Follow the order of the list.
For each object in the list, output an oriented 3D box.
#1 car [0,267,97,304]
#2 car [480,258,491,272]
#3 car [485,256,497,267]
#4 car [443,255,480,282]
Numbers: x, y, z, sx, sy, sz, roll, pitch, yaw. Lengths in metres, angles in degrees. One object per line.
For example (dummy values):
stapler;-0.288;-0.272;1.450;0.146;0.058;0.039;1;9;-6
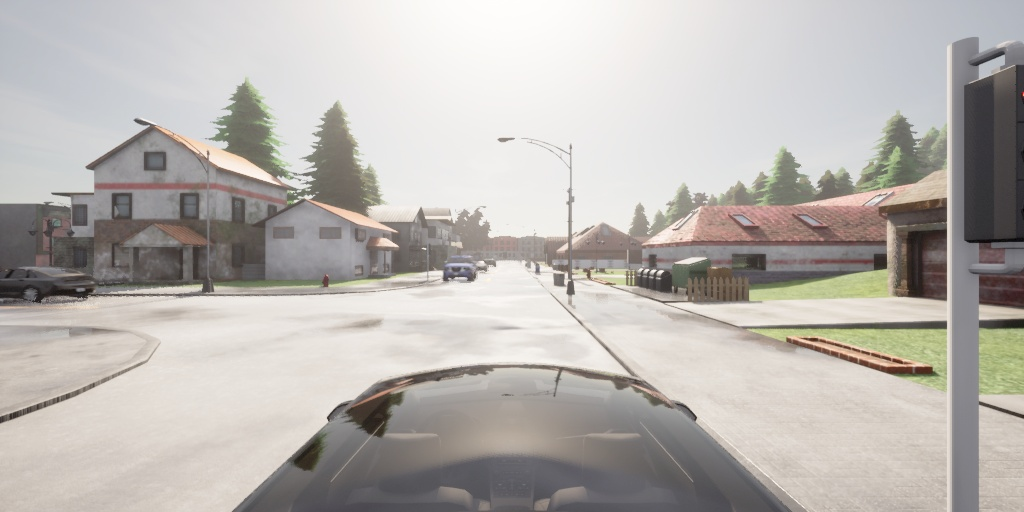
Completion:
car;-21.535;1.254;15.937;4.892;1.490;1.837;0;0;1
car;-4.082;1.314;44.923;1.994;1.385;4.181;0;0;0
car;-3.980;0.968;64.963;2.150;2.045;5.566;0;0;0
car;-4.092;0.972;28.867;2.150;2.045;5.566;0;0;0
